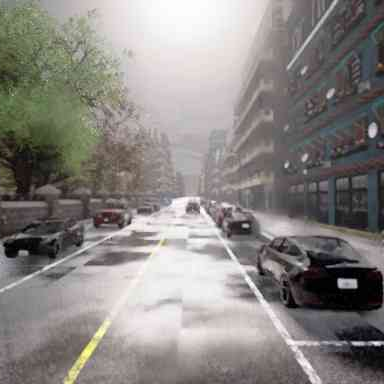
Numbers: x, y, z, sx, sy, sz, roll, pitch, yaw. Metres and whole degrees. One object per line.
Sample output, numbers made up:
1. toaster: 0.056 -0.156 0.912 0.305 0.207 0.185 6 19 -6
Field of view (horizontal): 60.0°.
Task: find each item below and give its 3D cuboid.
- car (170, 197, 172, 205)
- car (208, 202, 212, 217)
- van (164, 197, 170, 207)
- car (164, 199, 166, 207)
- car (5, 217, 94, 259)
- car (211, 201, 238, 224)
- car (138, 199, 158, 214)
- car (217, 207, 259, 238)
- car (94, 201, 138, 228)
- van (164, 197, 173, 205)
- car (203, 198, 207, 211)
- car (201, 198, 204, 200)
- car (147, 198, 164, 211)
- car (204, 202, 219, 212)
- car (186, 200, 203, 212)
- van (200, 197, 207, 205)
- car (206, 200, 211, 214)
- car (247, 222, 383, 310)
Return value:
1. car: -5.619 2.287 68.624 1.947 1.339 4.313 1 -1 0
2. car: 2.722 1.858 29.956 1.887 1.381 4.507 1 -1 0
3. van: -5.643 2.004 63.104 1.690 1.788 3.998 1 -1 0
4. car: -5.645 2.091 52.055 1.887 1.381 4.507 1 -1 0
5. car: -5.668 1.708 13.393 1.947 1.339 4.313 1 -1 0
6. car: 2.720 1.696 24.435 1.967 1.590 4.097 1 -1 0
7. car: -5.651 1.975 41.009 1.887 1.381 4.507 1 -1 0
8. car: 2.715 1.764 18.911 1.947 1.339 4.313 1 -1 0
9. car: -5.657 1.573 24.442 2.192 1.841 5.009 1 -1 0
10. van: -5.591 2.178 79.674 1.690 1.788 3.998 1 -1 0
11. car: 2.730 1.869 41.005 1.967 1.590 4.097 1 -1 0
12. car: 2.735 2.072 52.220 1.752 1.417 4.829 1 -1 0
13. car: -5.644 1.804 46.534 2.192 1.841 5.009 1 -1 0
14. car: 2.731 2.069 46.526 1.802 1.307 4.206 1 -1 0
15. car: 0.128 2.076 45.313 1.895 1.301 4.718 0 -1 0
16. van: 2.722 2.177 79.667 1.690 1.788 3.998 1 -1 0
17. car: 2.725 1.898 35.651 1.752 1.417 4.829 1 -1 0
18. car: 2.707 1.649 7.864 1.947 1.339 4.313 1 -1 0
